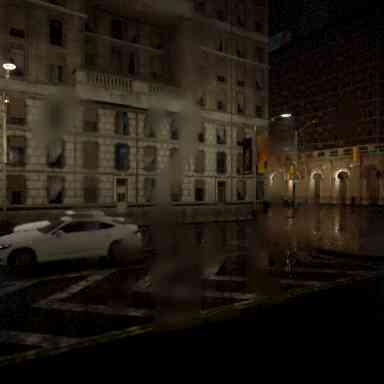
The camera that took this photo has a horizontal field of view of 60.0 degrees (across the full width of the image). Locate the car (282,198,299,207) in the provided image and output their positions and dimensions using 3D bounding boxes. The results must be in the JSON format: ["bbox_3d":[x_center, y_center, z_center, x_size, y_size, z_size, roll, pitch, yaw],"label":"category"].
[{"bbox_3d":[14.406,1.564,51.366,1.994,1.385,4.181,0,0,-32],"label":"car"}]

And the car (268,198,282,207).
[{"bbox_3d":[10.866,1.601,50.404,1.895,1.301,4.718,0,0,-32],"label":"car"}]

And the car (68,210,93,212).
[{"bbox_3d":[-5.075,1.526,14.351,4.674,1.442,1.812,0,0,-31],"label":"car"}]

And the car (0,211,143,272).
[{"bbox_3d":[-3.925,1.526,10.915,4.674,1.442,1.812,0,0,-32],"label":"car"}]
